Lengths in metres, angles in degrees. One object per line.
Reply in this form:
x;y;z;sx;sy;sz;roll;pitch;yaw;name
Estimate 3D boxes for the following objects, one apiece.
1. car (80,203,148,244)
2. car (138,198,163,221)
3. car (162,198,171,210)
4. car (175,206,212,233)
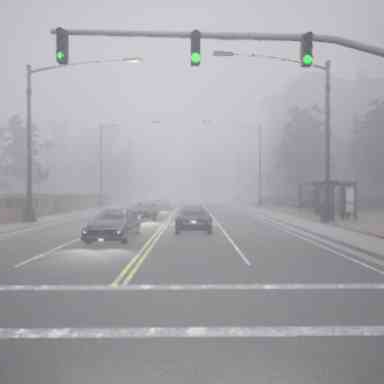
-3.595;1.488;15.792;2.033;1.411;5.357;0;0;0;car
-3.601;1.440;25.742;1.994;1.385;4.181;0;0;0;car
-3.578;1.388;39.264;1.895;1.301;4.718;0;0;0;car
0.087;1.484;18.927;1.994;1.385;4.181;0;0;0;car
